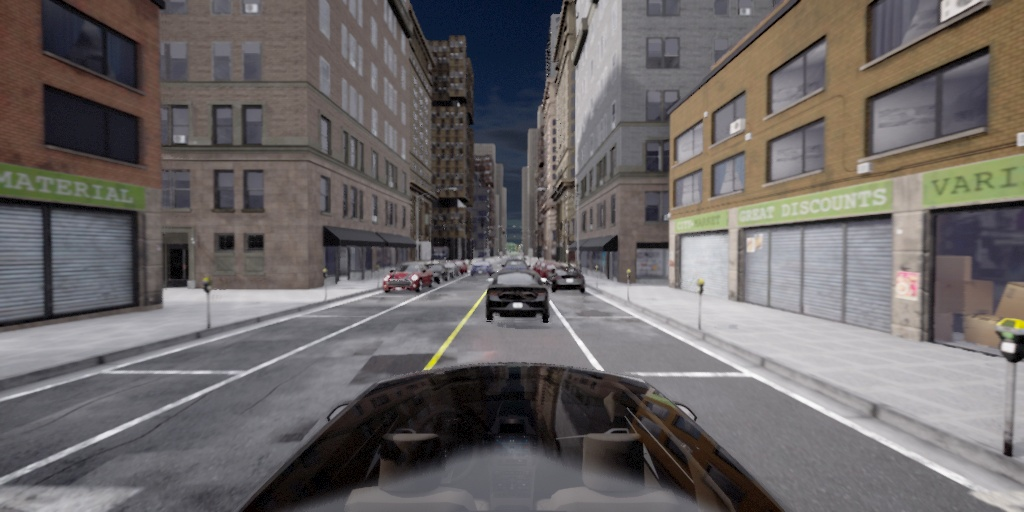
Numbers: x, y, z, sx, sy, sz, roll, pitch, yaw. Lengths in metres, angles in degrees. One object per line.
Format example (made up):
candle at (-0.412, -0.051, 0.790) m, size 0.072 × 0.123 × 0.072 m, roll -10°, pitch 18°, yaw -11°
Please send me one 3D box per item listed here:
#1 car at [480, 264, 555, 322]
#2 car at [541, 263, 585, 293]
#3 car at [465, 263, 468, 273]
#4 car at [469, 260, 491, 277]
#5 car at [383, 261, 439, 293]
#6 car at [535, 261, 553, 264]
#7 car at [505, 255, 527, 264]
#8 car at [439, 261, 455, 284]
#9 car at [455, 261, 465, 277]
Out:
car at (0.169, 1.183, 12.186) m, size 1.882 × 1.535 × 5.008 m, roll 0°, pitch 0°, yaw 0°
car at (2.887, 1.244, 19.836) m, size 1.948 × 1.339 × 4.313 m, roll 0°, pitch 0°, yaw 0°
car at (-5.517, 1.143, 36.414) m, size 1.888 × 1.381 × 4.507 m, roll 0°, pitch 0°, yaw 0°
car at (-2.770, 1.149, 33.980) m, size 1.812 × 1.442 × 4.674 m, roll 0°, pitch 0°, yaw 0°
car at (-5.639, 1.103, 19.899) m, size 1.967 × 1.591 × 4.097 m, roll 0°, pitch 0°, yaw 0°
car at (2.927, 1.201, 25.341) m, size 1.888 × 1.381 × 4.507 m, roll 0°, pitch 0°, yaw 0°
car at (0.269, 1.004, 25.341) m, size 2.097 × 1.767 × 4.553 m, roll 0°, pitch 0°, yaw 0°
car at (-5.598, 1.207, 25.404) m, size 1.948 × 1.339 × 4.313 m, roll 0°, pitch 0°, yaw 0°
car at (-5.558, 1.170, 30.909) m, size 2.007 × 1.370 × 4.403 m, roll 0°, pitch 0°, yaw 0°
